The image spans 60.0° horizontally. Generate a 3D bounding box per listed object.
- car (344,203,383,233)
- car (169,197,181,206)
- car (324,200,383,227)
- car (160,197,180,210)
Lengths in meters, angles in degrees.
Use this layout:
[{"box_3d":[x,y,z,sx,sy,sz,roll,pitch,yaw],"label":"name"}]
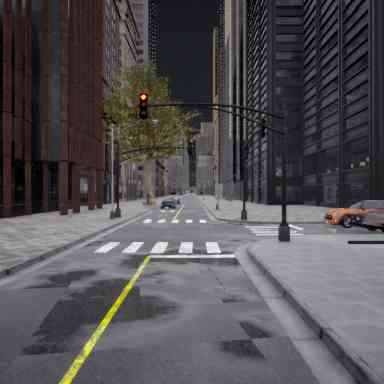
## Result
[{"box_3d":[11.538,1.492,18.082,5.357,1.411,2.033,0,0,0],"label":"car"},{"box_3d":[-3.027,1.570,58.719,1.812,1.442,4.674,0,0,0],"label":"car"},{"box_3d":[10.860,1.311,21.182,4.553,1.767,2.097,0,0,0],"label":"car"},{"box_3d":[-3.066,1.562,43.498,2.033,1.411,5.357,0,0,0],"label":"car"}]
